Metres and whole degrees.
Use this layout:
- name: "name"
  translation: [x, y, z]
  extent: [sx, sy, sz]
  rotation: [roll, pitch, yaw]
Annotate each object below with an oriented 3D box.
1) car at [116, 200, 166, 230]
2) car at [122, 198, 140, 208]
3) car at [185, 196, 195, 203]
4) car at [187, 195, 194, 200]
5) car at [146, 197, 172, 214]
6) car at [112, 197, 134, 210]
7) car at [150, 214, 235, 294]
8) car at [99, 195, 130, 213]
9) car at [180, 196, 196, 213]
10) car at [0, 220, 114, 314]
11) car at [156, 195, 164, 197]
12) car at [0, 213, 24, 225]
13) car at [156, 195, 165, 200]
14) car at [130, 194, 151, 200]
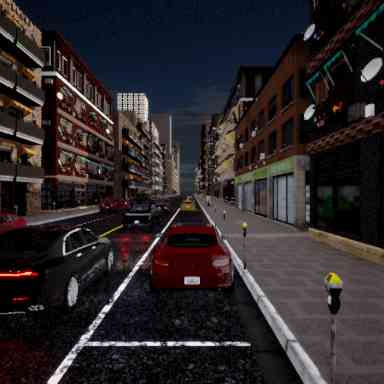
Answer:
- name: "car"
  translation: [-3.091, 1.491, 21.265]
  extent: [2.128, 1.511, 4.902]
  rotation: [0, 0, 1]
- name: "car"
  translation: [-8.834, 1.543, 48.430]
  extent: [1.887, 1.381, 4.507]
  rotation: [0, 0, 0]
- name: "car"
  translation: [-0.453, 1.545, 70.970]
  extent: [2.008, 1.369, 4.403]
  rotation: [0, 0, 0]
- name: "car"
  translation: [-0.452, 1.513, 93.685]
  extent: [1.752, 1.417, 4.829]
  rotation: [0, 0, 0]
- name: "car"
  translation: [-3.104, 1.547, 34.174]
  extent: [2.033, 1.411, 5.357]
  rotation: [0, 0, 1]
- name: "car"
  translation: [-8.834, 1.439, 42.793]
  extent: [1.967, 1.590, 4.097]
  rotation: [0, 0, 0]
- name: "car"
  translation: [0.004, 1.526, 8.649]
  extent: [1.812, 1.442, 4.674]
  rotation: [0, 0, 0]
- name: "car"
  translation: [-8.833, 1.314, 37.157]
  extent: [2.192, 1.841, 5.009]
  rotation: [0, 0, 0]
- name: "car"
  translation: [-0.454, 1.525, 37.323]
  extent: [1.752, 1.417, 4.829]
  rotation: [0, 0, 0]
- name: "car"
  translation: [-3.144, 1.505, 7.633]
  extent: [1.837, 1.490, 4.892]
  rotation: [0, 0, 0]
- name: "car"
  translation: [-8.834, 1.541, 87.882]
  extent: [2.008, 1.369, 4.403]
  rotation: [0, 0, 0]
- name: "car"
  translation: [-8.835, 1.583, 14.612]
  extent: [1.802, 1.307, 4.206]
  rotation: [0, 0, 0]
- name: "car"
  translation: [-8.834, 1.539, 93.519]
  extent: [2.008, 1.369, 4.403]
  rotation: [0, 0, 0]
- name: "car"
  translation: [-6.209, 1.223, 41.535]
  extent: [2.150, 2.045, 5.566]
  rotation: [0, 0, 0]
